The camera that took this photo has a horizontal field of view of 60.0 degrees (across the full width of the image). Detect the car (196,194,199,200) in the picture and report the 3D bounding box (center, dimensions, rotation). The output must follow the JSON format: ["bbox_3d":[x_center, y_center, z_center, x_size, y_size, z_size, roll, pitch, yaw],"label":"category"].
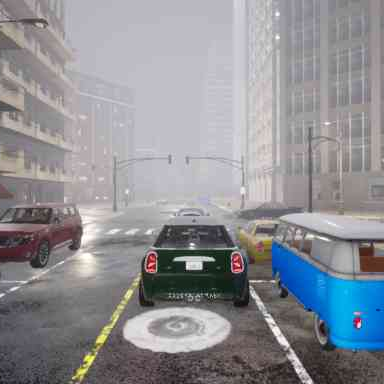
[{"bbox_3d":[2.419,1.704,82.667,1.887,1.381,4.507,0,0,0],"label":"car"}]

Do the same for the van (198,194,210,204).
[{"bbox_3d":[2.460,1.429,60.458,1.690,1.788,3.998,0,0,0],"label":"van"}]

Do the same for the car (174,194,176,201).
[{"bbox_3d":[-5.452,1.705,77.101,1.947,1.339,4.313,0,0,0],"label":"car"}]

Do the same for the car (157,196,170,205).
[{"bbox_3d":[-5.420,1.613,60.273,1.752,1.417,4.829,0,0,0],"label":"car"}]

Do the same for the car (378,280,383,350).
[{"bbox_3d":[2.569,1.526,0.563,1.752,1.417,4.829,0,0,0],"label":"car"}]

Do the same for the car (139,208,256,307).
[{"bbox_3d":[0.049,1.355,8.147,2.097,1.767,4.553,0,0,0],"label":"car"}]

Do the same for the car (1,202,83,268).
[{"bbox_3d":[-5.329,1.320,11.442,2.192,1.841,5.009,0,0,0],"label":"car"}]

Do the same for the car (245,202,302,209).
[{"bbox_3d":[5.923,1.490,25.870,5.357,1.411,2.033,-1,0,-7],"label":"car"}]

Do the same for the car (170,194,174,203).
[{"bbox_3d":[-5.441,1.561,71.549,1.967,1.590,4.097,0,0,0],"label":"car"}]

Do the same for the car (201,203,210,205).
[{"bbox_3d":[-0.031,1.536,17.190,1.812,1.442,4.674,0,0,0],"label":"car"}]

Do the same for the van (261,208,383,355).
[{"bbox_3d":[2.561,1.343,5.927,1.690,1.788,3.998,0,0,0],"label":"van"}]

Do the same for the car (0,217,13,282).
[{"bbox_3d":[-5.320,1.442,5.906,1.967,1.590,4.097,0,0,0],"label":"car"}]

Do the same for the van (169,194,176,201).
[{"bbox_3d":[-5.481,1.541,93.757,1.690,1.788,3.998,0,0,0],"label":"van"}]

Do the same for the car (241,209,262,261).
[{"bbox_3d":[2.549,1.531,11.633,1.752,1.417,4.829,0,0,0],"label":"car"}]
